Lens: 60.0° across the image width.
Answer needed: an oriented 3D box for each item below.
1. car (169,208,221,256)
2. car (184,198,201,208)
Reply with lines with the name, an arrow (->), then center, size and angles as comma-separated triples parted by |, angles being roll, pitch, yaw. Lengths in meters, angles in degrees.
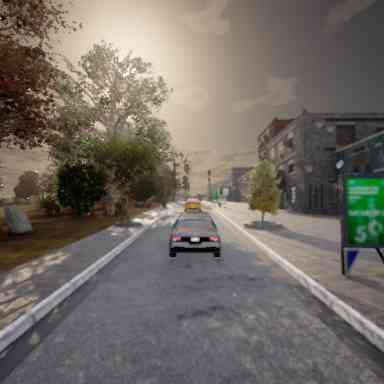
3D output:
car -> 0.101, 1.559, 13.093 | 2.033, 1.411, 5.357 | 0, 0, 0
car -> 0.110, 1.509, 40.042 | 1.882, 1.535, 5.008 | 0, 0, 0
